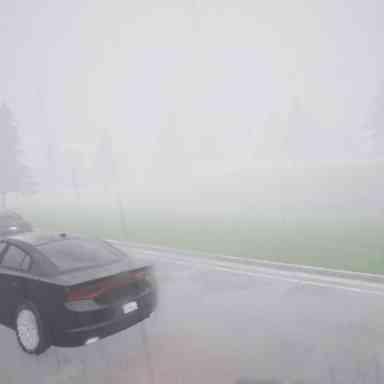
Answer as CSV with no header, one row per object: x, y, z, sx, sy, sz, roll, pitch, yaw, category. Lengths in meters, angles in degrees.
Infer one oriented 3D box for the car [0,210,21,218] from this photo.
-9.268,1.549,15.775,4.181,1.385,1.994,0,0,41,car

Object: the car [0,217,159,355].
-2.863,1.472,6.166,5.008,1.535,1.882,0,0,36,car
